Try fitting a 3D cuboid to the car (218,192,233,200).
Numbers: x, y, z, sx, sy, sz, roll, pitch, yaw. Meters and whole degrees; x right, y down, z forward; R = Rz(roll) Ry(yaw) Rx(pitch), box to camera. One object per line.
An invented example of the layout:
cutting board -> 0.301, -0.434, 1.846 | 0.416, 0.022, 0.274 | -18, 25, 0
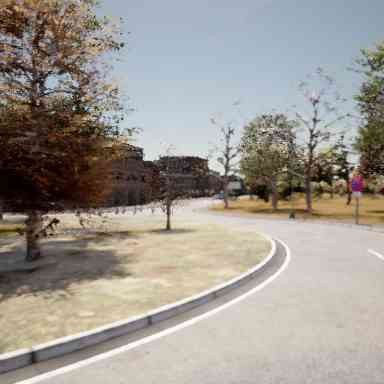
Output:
car -> 9.278, 1.532, 91.461 | 1.895, 1.301, 4.718 | 0, 1, 18
